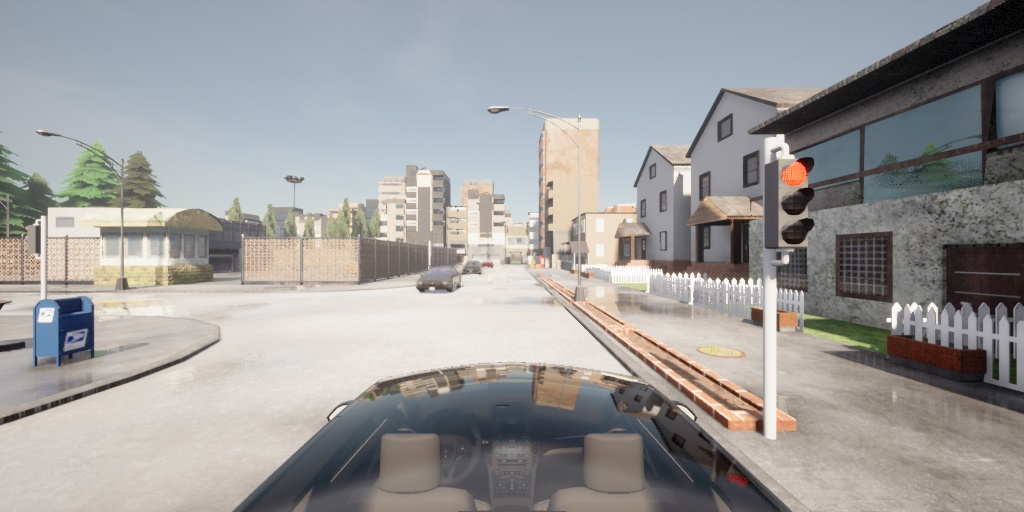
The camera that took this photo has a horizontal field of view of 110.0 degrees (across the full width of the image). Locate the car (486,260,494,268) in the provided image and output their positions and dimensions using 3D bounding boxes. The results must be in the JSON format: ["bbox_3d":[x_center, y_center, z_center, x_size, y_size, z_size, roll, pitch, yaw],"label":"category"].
[{"bbox_3d":[-4.025,1.350,59.302,1.895,1.301,4.718,0,0,0],"label":"car"}]

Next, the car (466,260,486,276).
[{"bbox_3d":[-4.113,1.254,37.997,1.837,1.490,4.892,0,0,0],"label":"car"}]

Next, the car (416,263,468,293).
[{"bbox_3d":[-4.108,1.297,21.086,2.033,1.411,5.357,0,0,0],"label":"car"}]
